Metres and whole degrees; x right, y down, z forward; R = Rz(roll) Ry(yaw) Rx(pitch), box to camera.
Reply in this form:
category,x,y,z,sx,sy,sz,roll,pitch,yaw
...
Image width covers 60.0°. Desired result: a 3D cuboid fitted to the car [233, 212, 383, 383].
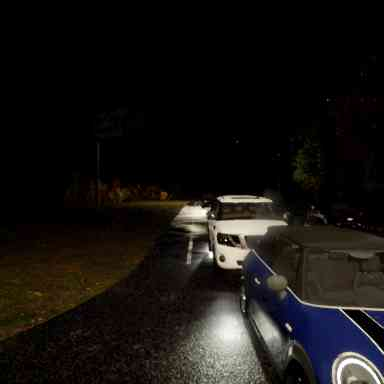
category,x,y,z,sx,sy,sz,roll,pitch,yaw
car,1.934,1.338,4.198,2.097,1.767,4.553,0,0,-1

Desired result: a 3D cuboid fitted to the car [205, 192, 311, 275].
category,x,y,z,sx,sy,sz,roll,pitch,yaw
car,1.666,1.160,10.542,2.150,2.045,5.566,0,0,1

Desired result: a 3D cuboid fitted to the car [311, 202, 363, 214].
category,x,y,z,sx,sy,sz,roll,pitch,yaw
car,8.801,1.367,20.916,1.882,1.535,5.008,0,0,1

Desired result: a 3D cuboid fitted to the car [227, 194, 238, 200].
category,x,y,z,sx,sy,sz,roll,pitch,yaw
car,9.691,1.111,80.490,2.033,1.411,5.357,0,0,1

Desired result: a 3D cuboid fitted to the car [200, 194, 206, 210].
category,x,y,z,sx,sy,sz,roll,pitch,yaw
car,2.098,1.296,39.773,1.837,1.490,4.892,0,0,1
